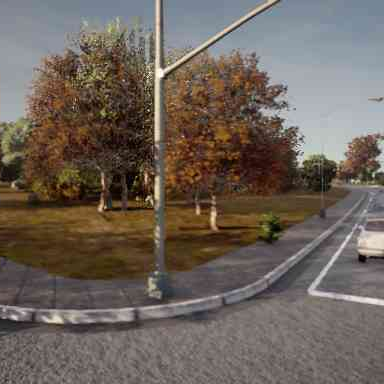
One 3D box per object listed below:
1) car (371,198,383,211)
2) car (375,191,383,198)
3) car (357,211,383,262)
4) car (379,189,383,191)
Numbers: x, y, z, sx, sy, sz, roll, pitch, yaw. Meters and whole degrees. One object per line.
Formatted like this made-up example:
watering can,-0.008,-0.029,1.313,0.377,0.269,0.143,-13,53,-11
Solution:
car,11.759,1.345,20.033,2.033,1.411,5.357,0,1,30
car,16.698,0.978,28.557,1.812,1.442,4.674,0,2,30
car,6.906,1.580,11.616,1.895,1.301,4.718,0,1,30
car,21.914,0.460,37.520,2.128,1.511,4.902,0,3,31
